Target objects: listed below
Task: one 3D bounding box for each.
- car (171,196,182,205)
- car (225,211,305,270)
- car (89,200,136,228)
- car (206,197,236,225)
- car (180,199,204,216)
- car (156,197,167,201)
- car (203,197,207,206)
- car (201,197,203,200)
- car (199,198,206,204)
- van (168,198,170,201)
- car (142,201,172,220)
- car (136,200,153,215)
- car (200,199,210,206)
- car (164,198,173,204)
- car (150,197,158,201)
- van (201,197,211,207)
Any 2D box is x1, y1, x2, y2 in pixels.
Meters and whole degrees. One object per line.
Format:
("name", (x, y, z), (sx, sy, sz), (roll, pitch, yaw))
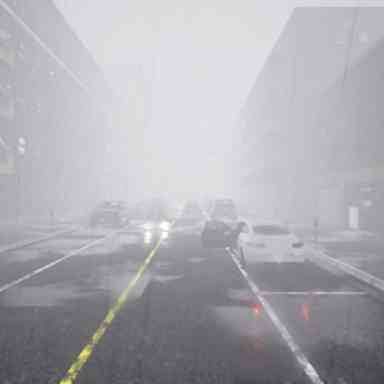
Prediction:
("car", (-3.014, 2.078, 72.910), (1.837, 1.490, 4.892), (0, -1, 0))
("car", (2.350, 1.603, 11.243), (1.812, 1.442, 4.674), (0, 0, 0))
("car", (-5.688, 1.483, 23.604), (2.192, 1.841, 5.009), (0, 0, 0))
("car", (2.691, 1.527, 29.294), (2.192, 1.841, 5.009), (0, 0, 0))
("car", (0.035, 1.835, 36.587), (1.994, 1.385, 4.181), (0, 0, 2))
("car", (-5.694, 1.712, 52.054), (2.192, 1.841, 5.009), (0, 0, 0))
("car", (2.688, 1.743, 40.673), (1.967, 1.590, 4.097), (0, 0, 0))
("car", (2.683, 2.029, 57.742), (1.802, 1.307, 4.206), (0, -1, 0))
("car", (2.677, 2.300, 86.190), (1.802, 1.307, 4.206), (0, -1, 0))
("van", (-5.696, 1.839, 63.432), (1.690, 1.788, 3.998), (0, -1, 0))
("car", (-3.104, 1.824, 30.734), (1.895, 1.301, 4.718), (0, 0, 0))
("car", (-5.692, 1.808, 34.983), (2.008, 1.369, 4.403), (0, 0, 0))
("car", (2.681, 2.096, 69.121), (1.887, 1.381, 4.507), (0, -1, 0))
("car", (-5.702, 2.243, 80.502), (1.802, 1.307, 4.206), (0, -1, 0))
("car", (-5.692, 1.743, 40.674), (1.967, 1.590, 4.097), (0, 0, 0))
("van", (2.683, 1.839, 63.432), (1.690, 1.788, 3.998), (0, -1, 0))
